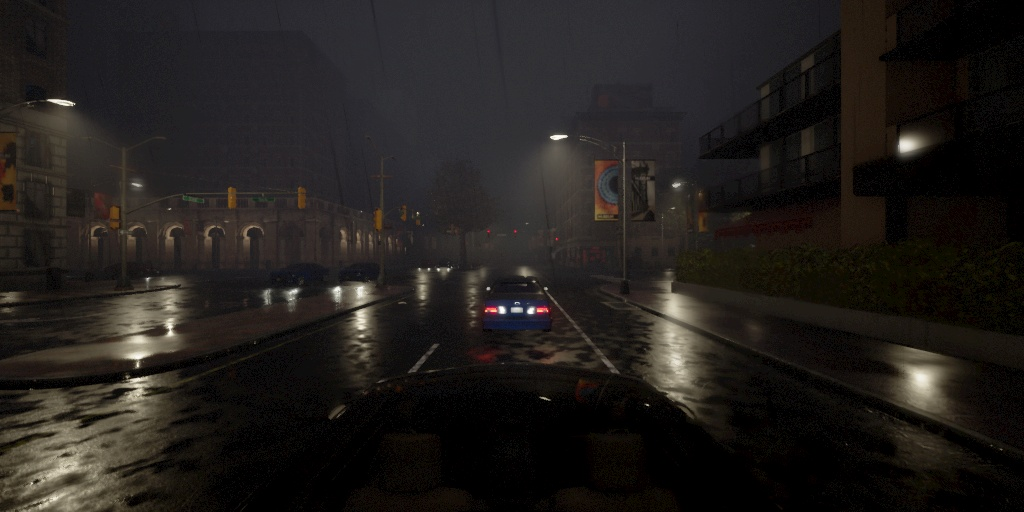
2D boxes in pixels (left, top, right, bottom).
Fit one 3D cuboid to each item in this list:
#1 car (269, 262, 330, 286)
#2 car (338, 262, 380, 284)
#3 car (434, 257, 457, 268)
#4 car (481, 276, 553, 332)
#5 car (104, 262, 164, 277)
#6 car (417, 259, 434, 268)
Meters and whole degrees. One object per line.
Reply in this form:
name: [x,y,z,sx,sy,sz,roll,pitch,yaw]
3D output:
car: [-14.884,1.227,25.380,1.882,1.535,5.008,0,0,1]
car: [-11.365,1.227,27.306,1.882,1.535,5.008,0,0,1]
car: [-11.026,1.102,59.774,2.097,1.767,4.553,0,0,1]
car: [0.150,1.297,10.819,2.033,1.411,5.357,0,0,1]
car: [-36.561,1.276,34.666,4.674,1.442,1.812,0,0,0]
car: [-14.491,1.228,61.845,1.882,1.535,5.008,0,0,1]
